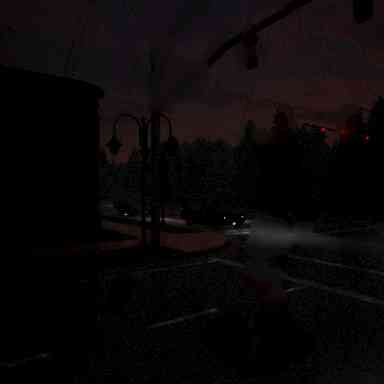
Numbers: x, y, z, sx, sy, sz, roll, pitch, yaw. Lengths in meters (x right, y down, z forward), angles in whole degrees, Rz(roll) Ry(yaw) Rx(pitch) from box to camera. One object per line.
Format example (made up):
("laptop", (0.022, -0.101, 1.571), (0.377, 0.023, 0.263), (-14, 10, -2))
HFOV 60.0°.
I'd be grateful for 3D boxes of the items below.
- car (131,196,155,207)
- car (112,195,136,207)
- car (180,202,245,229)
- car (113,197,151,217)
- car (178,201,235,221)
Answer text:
("car", (-7.997, 1.499, 53.761), (1.837, 1.490, 4.892), (0, 0, -35))
("car", (-10.561, 1.347, 51.316), (2.097, 1.767, 4.553), (0, 0, -35))
("car", (1.287, 1.598, 21.875), (1.895, 1.301, 4.718), (0, 0, -35))
("car", (-5.467, 1.488, 31.542), (2.128, 1.511, 4.902), (0, 0, -35))
("car", (1.085, 1.543, 28.264), (2.033, 1.411, 5.357), (0, 0, -35))
